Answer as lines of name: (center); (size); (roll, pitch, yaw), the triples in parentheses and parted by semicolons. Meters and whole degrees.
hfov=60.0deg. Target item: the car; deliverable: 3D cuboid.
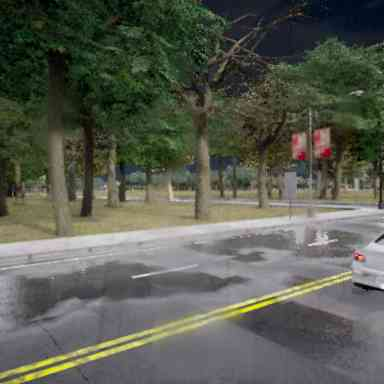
car: (5.279, 1.368, 7.215); (4.674, 1.442, 1.812); (-1, 1, -36)
